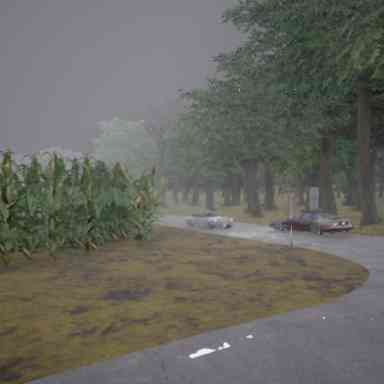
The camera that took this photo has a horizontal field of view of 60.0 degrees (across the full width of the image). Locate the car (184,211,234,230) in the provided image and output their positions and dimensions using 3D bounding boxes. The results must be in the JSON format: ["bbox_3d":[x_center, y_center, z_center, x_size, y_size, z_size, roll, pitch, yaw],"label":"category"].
[{"bbox_3d":[1.277,2.176,26.044,1.895,1.301,4.718,-1,-1,-29],"label":"car"}]

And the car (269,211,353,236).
[{"bbox_3d":[7.446,1.941,21.377,2.033,1.411,5.357,-1,-1,-32],"label":"car"}]
